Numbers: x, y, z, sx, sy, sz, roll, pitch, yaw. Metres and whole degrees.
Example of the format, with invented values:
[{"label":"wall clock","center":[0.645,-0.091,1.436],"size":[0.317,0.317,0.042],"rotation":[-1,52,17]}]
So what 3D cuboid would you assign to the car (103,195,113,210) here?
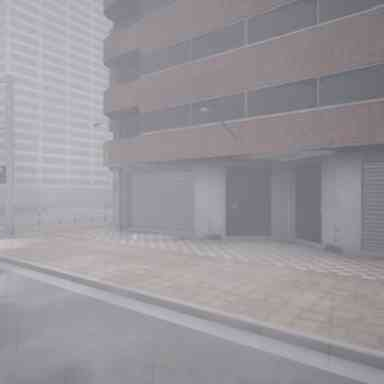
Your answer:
[{"label":"car","center":[-9.169,1.503,42.740],"size":[1.837,1.490,4.892],"rotation":[0,0,37]}]

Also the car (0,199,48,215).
[{"label":"car","center":[-16.770,1.504,32.710],"size":[1.837,1.490,4.892],"rotation":[0,0,37]}]
